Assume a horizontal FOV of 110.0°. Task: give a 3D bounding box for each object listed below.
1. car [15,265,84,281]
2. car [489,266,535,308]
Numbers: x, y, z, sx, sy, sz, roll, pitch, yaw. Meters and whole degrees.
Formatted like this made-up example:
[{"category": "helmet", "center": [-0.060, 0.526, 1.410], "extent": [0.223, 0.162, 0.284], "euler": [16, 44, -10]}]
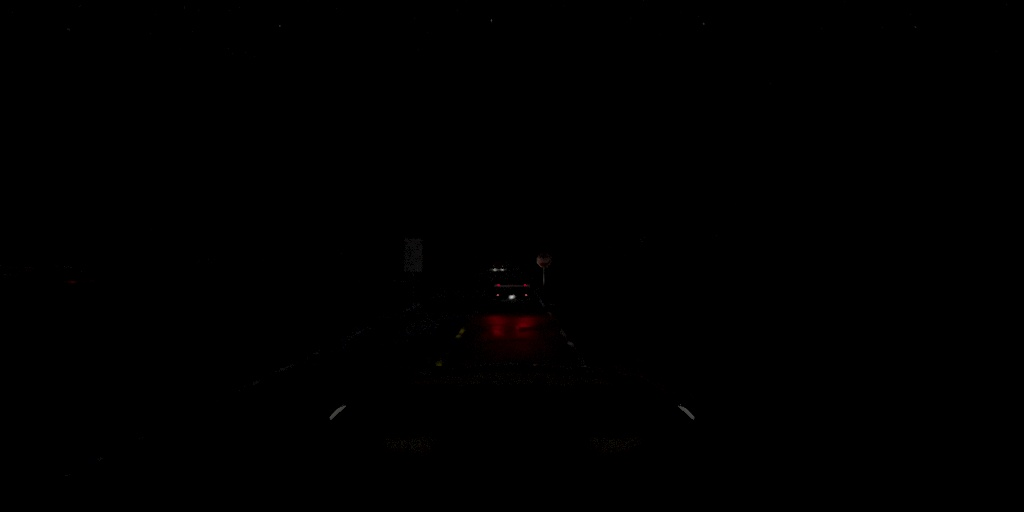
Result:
[{"category": "car", "center": [-42.524, 1.552, 33.072], "extent": [4.674, 1.442, 1.812], "euler": [0, -2, -4]}, {"category": "car", "center": [0.000, 1.381, 16.160], "extent": [2.128, 1.511, 4.902], "euler": [0, 0, 0]}]
